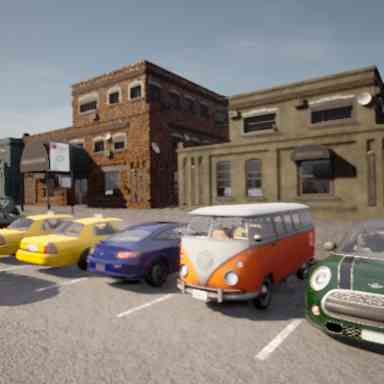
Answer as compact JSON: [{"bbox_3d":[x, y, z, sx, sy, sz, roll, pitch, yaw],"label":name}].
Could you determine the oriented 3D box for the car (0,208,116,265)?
[{"bbox_3d":[-5.154,1.518,12.829,1.946,1.575,5.366,0,0,35],"label":"car"}]

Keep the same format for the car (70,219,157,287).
[{"bbox_3d":[-0.766,1.545,9.482,2.002,1.452,4.674,0,0,35],"label":"car"}]

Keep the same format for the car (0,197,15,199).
[{"bbox_3d":[-12.024,1.285,17.446,2.435,2.045,5.566,0,0,35],"label":"car"}]

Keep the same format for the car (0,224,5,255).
[{"bbox_3d":[-6.842,1.543,8.232,4.892,1.490,1.837,0,0,35],"label":"car"}]

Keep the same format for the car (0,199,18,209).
[{"bbox_3d":[-9.777,1.406,15.847,2.185,1.767,4.553,0,0,35],"label":"car"}]

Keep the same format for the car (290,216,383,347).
[{"bbox_3d":[3.751,1.357,6.316,2.185,1.767,4.553,0,0,35],"label":"car"}]

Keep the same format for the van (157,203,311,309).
[{"bbox_3d":[1.417,1.269,7.792,1.878,1.987,4.442,0,0,35],"label":"van"}]
